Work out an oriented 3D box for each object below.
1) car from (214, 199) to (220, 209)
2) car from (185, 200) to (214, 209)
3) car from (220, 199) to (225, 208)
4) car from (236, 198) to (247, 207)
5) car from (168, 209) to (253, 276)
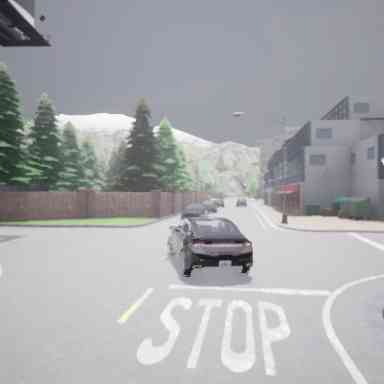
[{"bbox_3d":[1.912,1.679,38.521,1.812,1.442,4.674,0,0,9],"label":"car"},{"bbox_3d":[0.385,1.658,28.586,2.033,1.411,5.357,0,0,9],"label":"car"},{"bbox_3d":[4.161,1.779,52.939,1.994,1.385,4.181,0,0,9],"label":"car"},{"bbox_3d":[8.716,1.797,58.438,2.033,1.411,5.357,0,0,9],"label":"car"},{"bbox_3d":[0.389,1.517,10.535,2.128,1.511,4.902,1,0,-10],"label":"car"}]
